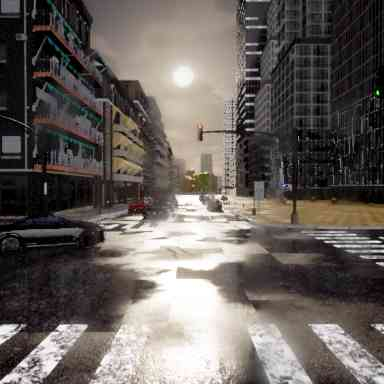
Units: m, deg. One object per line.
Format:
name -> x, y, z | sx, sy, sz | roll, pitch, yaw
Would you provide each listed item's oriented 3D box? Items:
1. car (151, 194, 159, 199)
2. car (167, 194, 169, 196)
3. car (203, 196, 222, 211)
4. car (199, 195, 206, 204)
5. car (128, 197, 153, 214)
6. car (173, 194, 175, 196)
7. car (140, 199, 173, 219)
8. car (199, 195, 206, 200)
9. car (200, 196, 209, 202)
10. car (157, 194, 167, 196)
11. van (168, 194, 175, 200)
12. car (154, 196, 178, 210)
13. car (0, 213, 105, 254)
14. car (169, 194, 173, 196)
car -> -5.621, 1.436, 40.981 | 1.967, 1.590, 4.097 | -1, 0, 0
car -> -5.586, 1.439, 57.927 | 1.967, 1.590, 4.097 | -1, 0, 0
car -> 2.728, 1.540, 41.021 | 1.887, 1.381, 4.507 | -1, 0, 0
car -> 2.774, 1.551, 63.617 | 2.008, 1.369, 4.403 | -1, 0, 0
car -> -5.631, 1.540, 35.332 | 1.887, 1.381, 4.507 | -1, 0, 0
car -> -5.531, 1.322, 86.173 | 2.192, 1.841, 5.009 | -1, 0, 0
car -> -3.042, 1.560, 29.105 | 1.994, 1.385, 4.181 | 0, 0, 0
car -> 2.831, 1.534, 92.033 | 1.752, 1.417, 4.829 | -1, 0, 0
car -> 2.797, 1.548, 74.915 | 1.887, 1.381, 4.507 | -1, 0, 0
car -> -5.600, 1.312, 52.279 | 2.192, 1.841, 5.009 | -1, 0, 0
van -> -5.519, 1.350, 91.820 | 1.690, 1.788, 3.998 | -1, 0, 0
car -> -3.017, 1.500, 39.015 | 1.837, 1.490, 4.892 | 0, 0, 0
car -> -5.734, 1.564, 13.528 | 4.181, 1.385, 1.994 | -1, 1, -26
car -> -5.562, 1.583, 69.226 | 1.802, 1.307, 4.206 | -1, 0, 0
